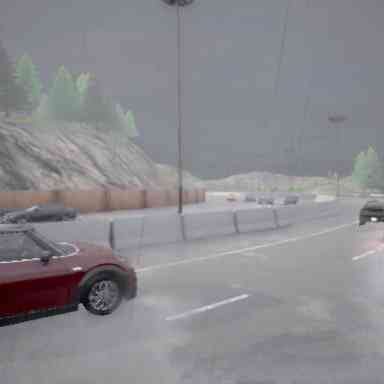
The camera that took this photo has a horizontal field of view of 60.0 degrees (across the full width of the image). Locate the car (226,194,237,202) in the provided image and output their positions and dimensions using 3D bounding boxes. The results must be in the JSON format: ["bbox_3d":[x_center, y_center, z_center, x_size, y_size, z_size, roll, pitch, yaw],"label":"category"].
[{"bbox_3d":[7.451,1.064,62.840,1.882,1.535,5.008,-1,0,7],"label":"car"}]

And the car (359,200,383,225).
[{"bbox_3d":[11.841,1.264,20.753,1.837,1.490,4.892,0,1,39],"label":"car"}]

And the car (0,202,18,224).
[{"bbox_3d":[-15.189,1.542,23.429,4.892,1.490,1.837,-1,1,-38],"label":"car"}]

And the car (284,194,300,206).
[{"bbox_3d":[13.873,1.103,46.005,1.837,1.490,4.892,0,0,20],"label":"car"}]

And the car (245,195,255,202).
[{"bbox_3d":[10.934,1.161,62.462,1.895,1.301,4.718,-1,0,7],"label":"car"}]

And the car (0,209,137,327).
[{"bbox_3d":[-3.309,1.357,5.966,4.553,1.767,2.097,-1,0,-36],"label":"car"}]

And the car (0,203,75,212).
[{"bbox_3d":[-10.313,1.513,22.896,4.674,1.442,1.812,-1,1,-41],"label":"car"}]

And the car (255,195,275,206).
[{"bbox_3d":[10.640,1.152,47.289,1.812,1.442,4.674,0,0,20],"label":"car"}]
